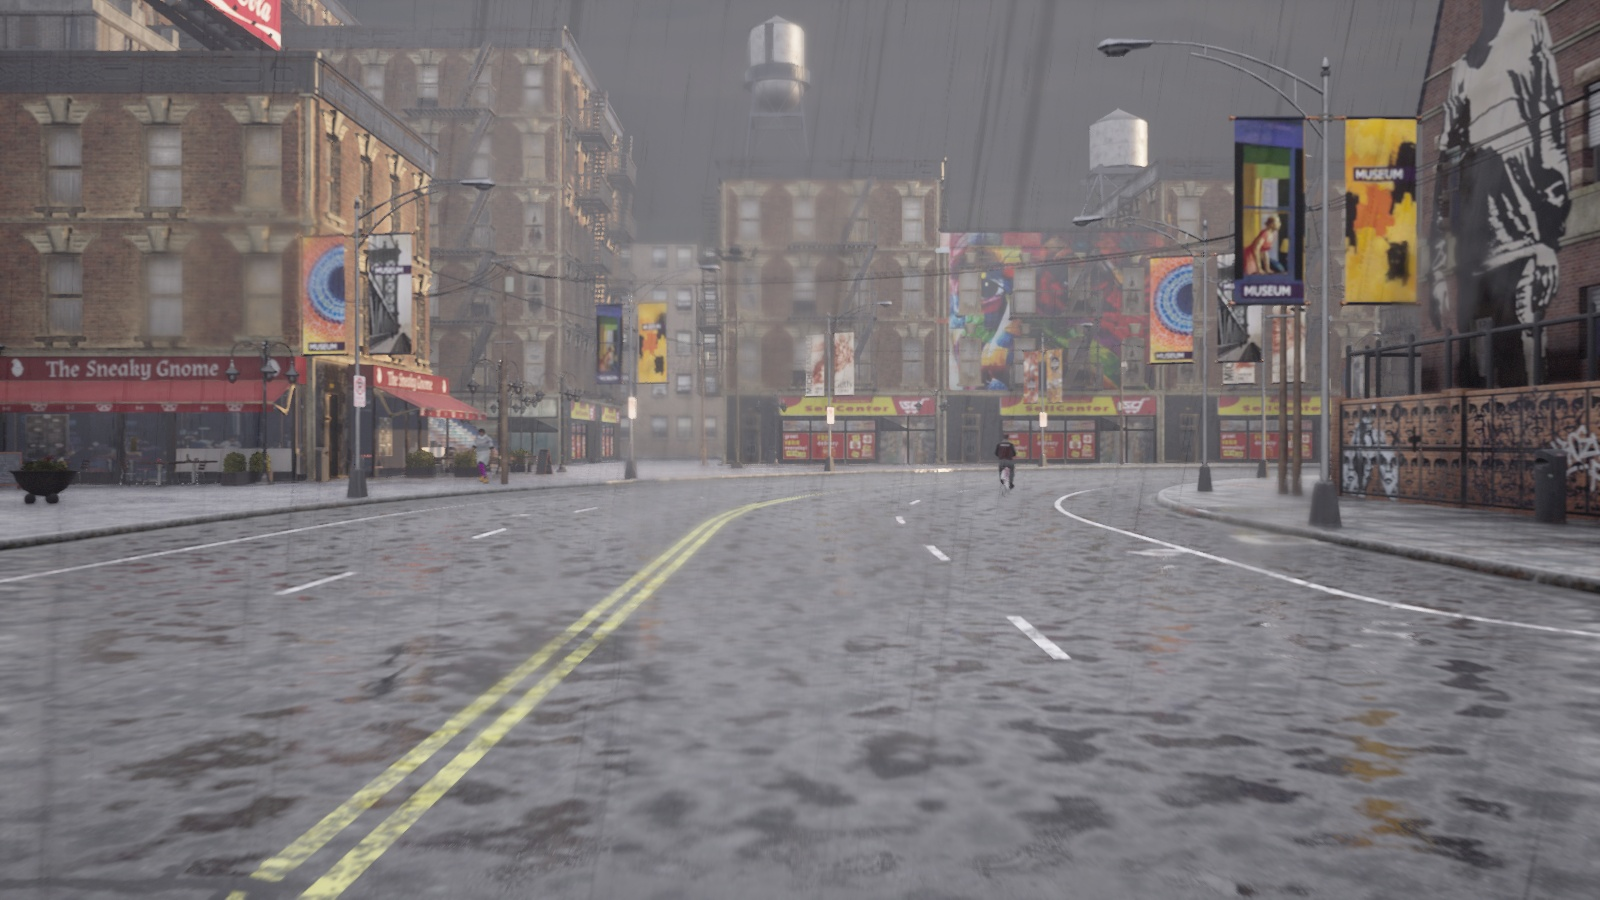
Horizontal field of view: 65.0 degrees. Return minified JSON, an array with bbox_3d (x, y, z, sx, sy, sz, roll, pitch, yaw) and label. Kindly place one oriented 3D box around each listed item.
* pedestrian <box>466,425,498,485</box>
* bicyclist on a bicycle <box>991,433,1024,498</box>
[{"bbox_3d":[-10.492,0.161,41.404,0.659,1.952,0.873,0,0,19],"label":"pedestrian"},{"bbox_3d":[5.849,0.422,35.375,0.659,1.776,1.843,0,1,17],"label":"bicyclist on a bicycle"}]
